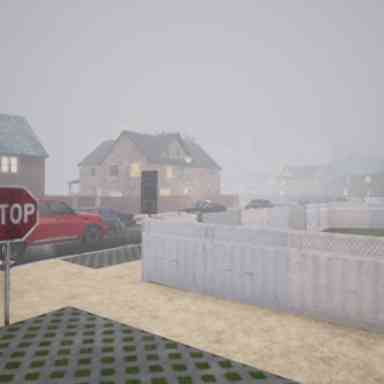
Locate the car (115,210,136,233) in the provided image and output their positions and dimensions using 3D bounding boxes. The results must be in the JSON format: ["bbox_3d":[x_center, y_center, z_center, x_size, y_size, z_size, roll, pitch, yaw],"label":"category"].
[{"bbox_3d":[-5.335,1.496,17.322,2.033,1.411,5.357,2,1,37],"label":"car"}]

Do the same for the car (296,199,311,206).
[{"bbox_3d":[14.721,1.590,44.077,2.033,1.411,5.357,1,1,16],"label":"car"}]

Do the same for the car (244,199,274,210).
[{"bbox_3d":[6.887,1.454,33.906,1.837,1.490,4.892,2,1,32],"label":"car"}]

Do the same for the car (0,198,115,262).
[{"bbox_3d":[-5.890,1.229,12.734,2.150,2.045,5.566,2,1,33],"label":"car"}]

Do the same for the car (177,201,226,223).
[{"bbox_3d":[0.819,1.436,25.454,2.128,1.511,4.902,2,1,37],"label":"car"}]
